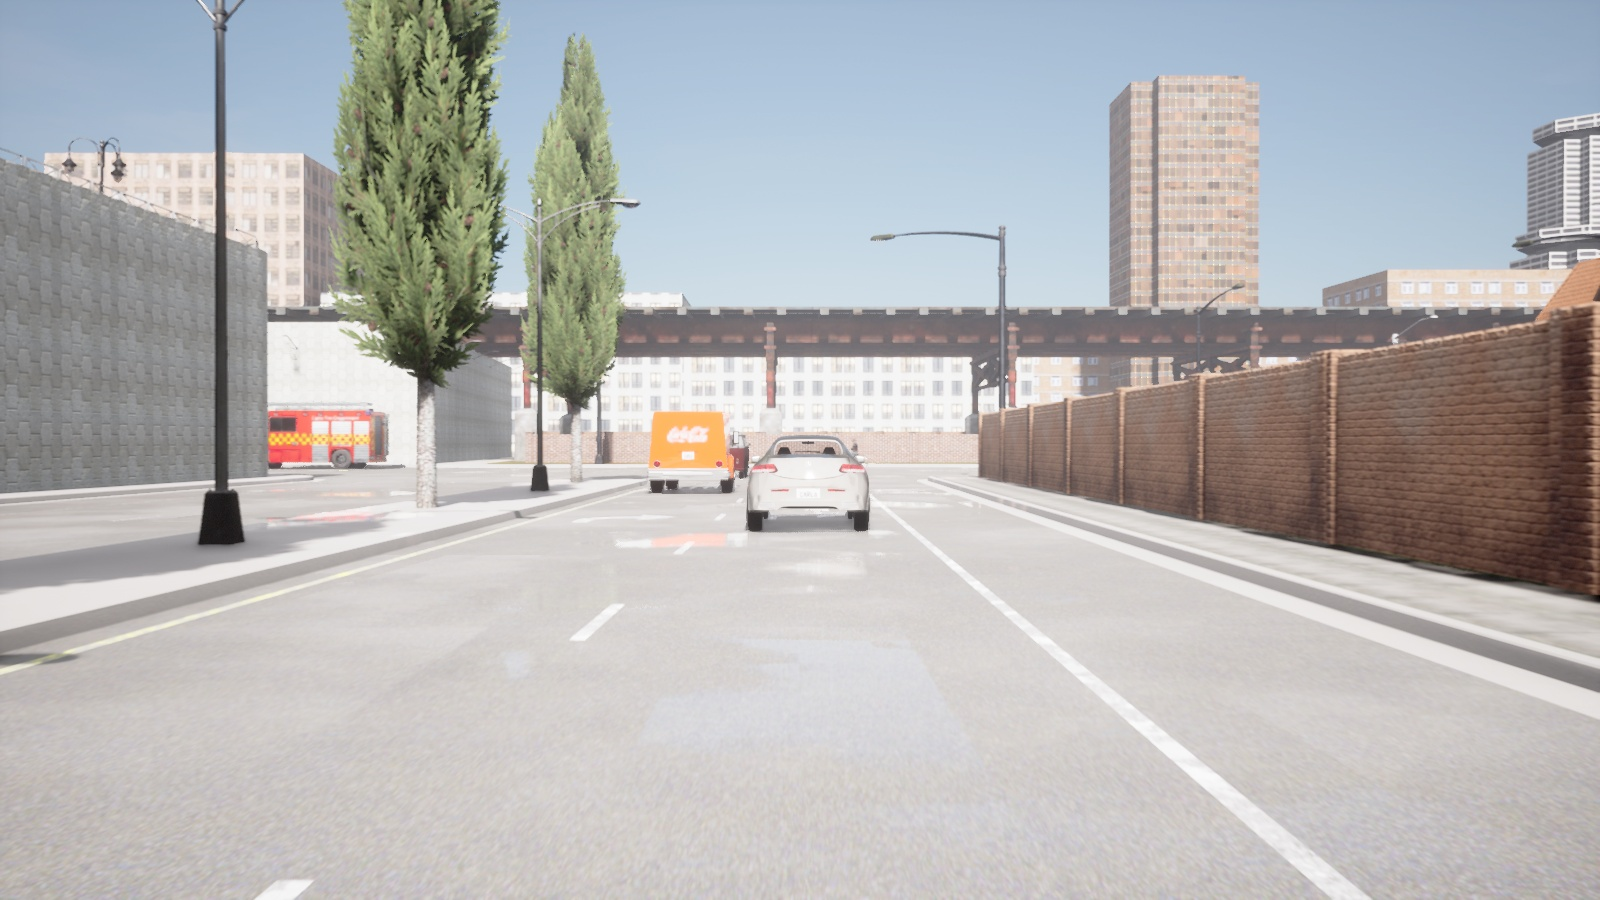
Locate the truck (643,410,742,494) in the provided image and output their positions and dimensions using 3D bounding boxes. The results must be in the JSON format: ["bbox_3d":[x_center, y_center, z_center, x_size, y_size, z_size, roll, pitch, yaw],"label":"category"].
[{"bbox_3d":[-3.261,0.035,39.335,2.627,2.467,5.204,0,0,0],"label":"truck"}]

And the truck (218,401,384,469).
[{"bbox_3d":[-28.760,-0.850,72.570,8.468,3.827,2.891,0,0,1],"label":"truck"}]

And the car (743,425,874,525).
[{"bbox_3d":[0.148,0.395,23.128,2.152,1.651,5.027,0,0,0],"label":"car"}]

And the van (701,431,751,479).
[{"bbox_3d":[-3.136,0.191,54.177,1.775,1.987,4.442,0,0,1],"label":"van"}]
